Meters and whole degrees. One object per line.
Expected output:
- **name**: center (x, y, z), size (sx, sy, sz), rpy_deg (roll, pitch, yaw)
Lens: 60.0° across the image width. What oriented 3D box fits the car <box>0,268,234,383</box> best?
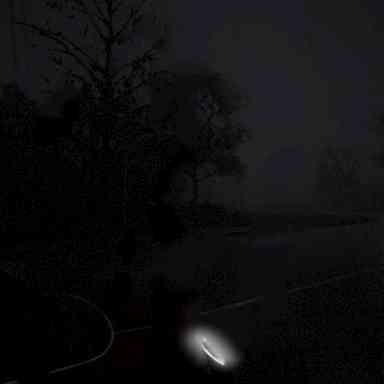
- **car**: center (-1.820, 1.351, 2.410), size (4.553, 1.767, 2.097), rpy_deg (0, 0, -36)
